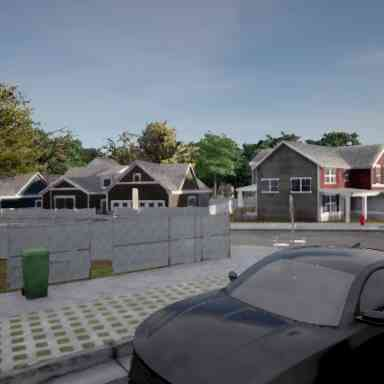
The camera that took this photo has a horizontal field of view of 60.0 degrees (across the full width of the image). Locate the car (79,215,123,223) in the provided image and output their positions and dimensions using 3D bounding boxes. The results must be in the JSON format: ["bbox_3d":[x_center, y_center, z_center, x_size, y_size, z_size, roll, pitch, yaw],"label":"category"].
[{"bbox_3d":[-5.092,2.169,20.198,4.892,1.490,1.837,-2,0,18],"label":"car"}]

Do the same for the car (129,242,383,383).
[{"bbox_3d":[1.663,1.480,4.190,5.008,1.535,1.882,0,0,-36],"label":"car"}]
